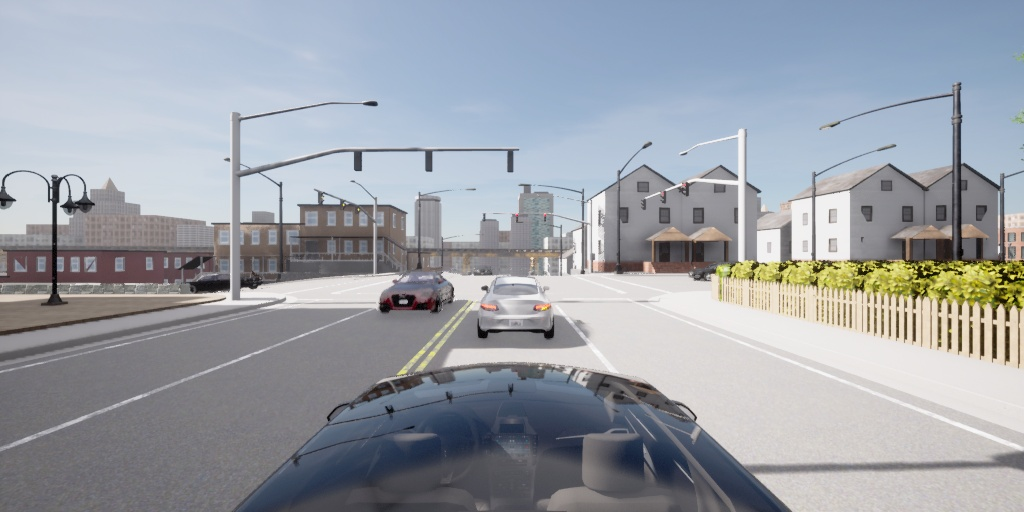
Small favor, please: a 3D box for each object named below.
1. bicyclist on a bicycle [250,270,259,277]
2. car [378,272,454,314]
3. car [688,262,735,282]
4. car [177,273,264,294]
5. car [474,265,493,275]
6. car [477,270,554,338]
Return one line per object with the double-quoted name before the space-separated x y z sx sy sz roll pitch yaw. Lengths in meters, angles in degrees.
"bicyclist on a bicycle" -25.565 2.214 35.591 0.582 1.620 1.656 -8 0 0
"car" -3.486 1.314 13.694 1.994 1.385 4.181 0 0 2
"car" 16.797 1.255 28.820 4.892 1.490 1.837 0 0 -1
"car" -19.974 1.845 24.705 4.718 1.301 1.895 -4 0 -1
"car" -3.516 2.162 45.252 2.150 2.045 5.566 0 -9 0
"car" 0.102 1.276 10.011 1.812 1.442 4.674 0 0 0
